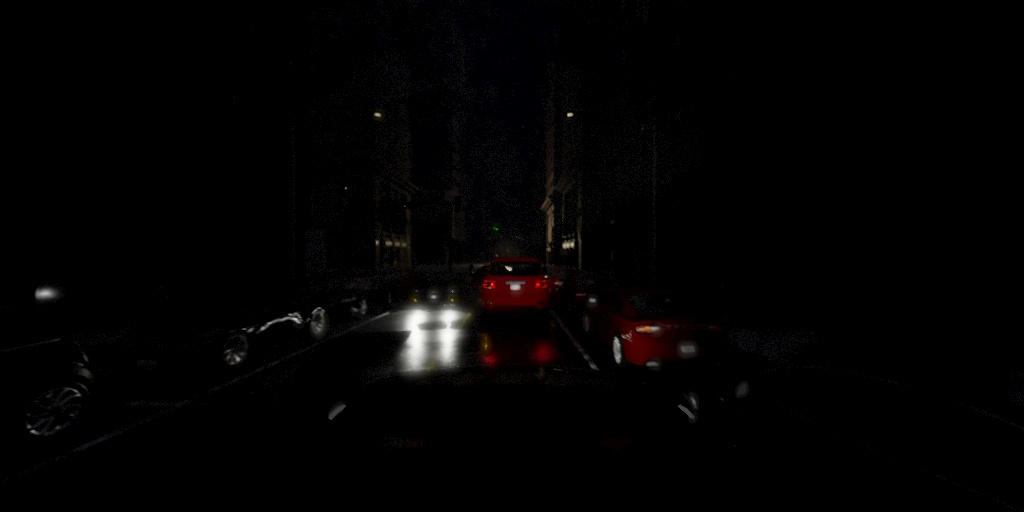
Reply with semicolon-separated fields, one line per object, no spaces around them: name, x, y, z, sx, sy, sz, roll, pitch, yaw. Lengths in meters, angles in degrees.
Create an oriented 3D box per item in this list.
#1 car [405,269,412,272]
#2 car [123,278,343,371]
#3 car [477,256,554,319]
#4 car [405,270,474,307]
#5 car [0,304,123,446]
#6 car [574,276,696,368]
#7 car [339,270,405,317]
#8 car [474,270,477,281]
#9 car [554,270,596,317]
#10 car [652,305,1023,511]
car;-5.767;1.400;18.845;1.888;1.381;4.507;0;0;0
car;-5.765;1.353;7.835;1.948;1.339;4.313;0;0;0
car;0.109;1.042;13.356;2.150;2.045;5.566;0;0;0
car;-3.009;1.401;15.776;1.994;1.385;4.181;0;0;0
car;-5.764;1.193;2.329;1.967;1.591;4.097;0;0;0
car;2.761;1.333;7.835;1.888;1.381;4.507;0;0;0
car;-5.766;1.371;13.340;2.007;1.370;4.403;0;0;0
car;-1.850;1.448;30.168;1.812;1.442;4.674;1;0;-23
car;2.760;1.366;13.341;1.888;1.381;4.507;0;0;0
car;2.762;1.320;2.331;1.948;1.339;4.313;0;0;0
